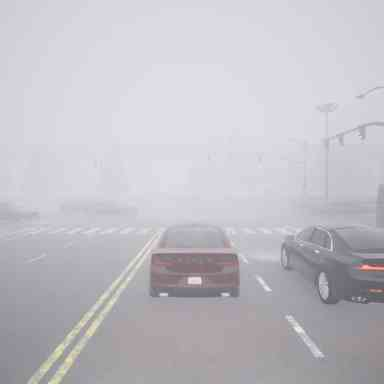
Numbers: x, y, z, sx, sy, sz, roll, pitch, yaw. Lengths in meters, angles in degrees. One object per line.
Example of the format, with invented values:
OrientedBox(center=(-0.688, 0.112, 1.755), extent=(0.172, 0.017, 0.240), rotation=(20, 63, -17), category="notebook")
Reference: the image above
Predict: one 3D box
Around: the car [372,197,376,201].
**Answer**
OrientedBox(center=(20.490, 1.547, 43.577), extent=(5.357, 1.411, 2.033), rotation=(0, 0, 0), category="car")

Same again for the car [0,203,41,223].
OrientedBox(center=(-14.433, 1.548, 25.471), extent=(5.357, 1.411, 2.033), rotation=(0, 0, 10), category="car")

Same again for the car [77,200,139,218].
OrientedBox(center=(-7.179, 1.491, 29.481), extent=(4.902, 1.511, 2.128), rotation=(0, 0, 0), category="car")

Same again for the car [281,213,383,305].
OrientedBox(center=(3.555, 1.505, 8.078), extent=(1.837, 1.490, 4.892), rotation=(0, 0, 0), category="car")

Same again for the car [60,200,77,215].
OrientedBox(center=(-10.525, 1.493, 32.993), extent=(4.902, 1.511, 2.128), rotation=(0, 0, 0), category="car")

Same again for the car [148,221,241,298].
OrientedBox(center=(0.057, 1.478, 8.591), extent=(1.882, 1.535, 5.008), rotation=(0, 0, 0), category="car")

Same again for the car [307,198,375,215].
OrientedBox(center=(14.598, 1.547, 32.899), extent=(5.357, 1.411, 2.033), rotation=(0, 0, 0), category="car")

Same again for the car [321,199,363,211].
OrientedBox(center=(17.974, 1.564, 40.087), extent=(4.181, 1.385, 1.994), rotation=(0, 0, 0), category="car")

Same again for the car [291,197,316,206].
OrientedBox(center=(16.571, 1.505, 47.091), extent=(4.892, 1.490, 1.837), rotation=(0, 0, 0), category="car")
